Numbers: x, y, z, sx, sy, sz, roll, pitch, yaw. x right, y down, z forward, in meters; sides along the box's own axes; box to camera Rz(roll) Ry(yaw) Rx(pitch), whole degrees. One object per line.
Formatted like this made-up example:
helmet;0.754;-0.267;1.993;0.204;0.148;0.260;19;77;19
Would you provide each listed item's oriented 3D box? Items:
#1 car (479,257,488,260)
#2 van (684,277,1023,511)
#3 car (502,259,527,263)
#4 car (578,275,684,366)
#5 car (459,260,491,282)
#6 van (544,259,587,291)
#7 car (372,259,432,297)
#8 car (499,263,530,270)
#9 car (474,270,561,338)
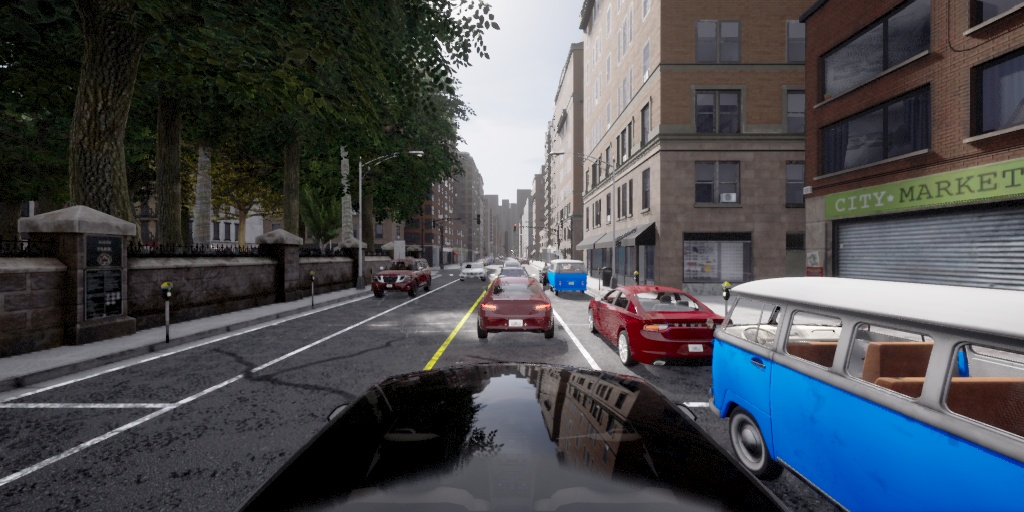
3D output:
car;-5.651;1.230;62.606;1.751;1.417;4.829;0;0;0
van;2.857;1.091;2.143;1.690;1.789;3.998;0;0;0
car;0.011;1.243;29.329;1.837;1.490;4.892;0;0;0
car;2.858;1.294;7.804;1.888;1.381;4.507;0;0;0
car;-2.997;1.264;28.952;1.812;1.442;4.674;0;0;0
van;2.861;1.086;19.125;1.690;1.789;3.998;0;0;0
car;-5.663;1.060;19.087;2.192;1.841;5.009;0;0;0
car;0.102;1.292;19.585;2.033;1.411;5.357;0;0;1
car;0.097;1.275;10.006;1.812;1.442;4.674;0;0;0
